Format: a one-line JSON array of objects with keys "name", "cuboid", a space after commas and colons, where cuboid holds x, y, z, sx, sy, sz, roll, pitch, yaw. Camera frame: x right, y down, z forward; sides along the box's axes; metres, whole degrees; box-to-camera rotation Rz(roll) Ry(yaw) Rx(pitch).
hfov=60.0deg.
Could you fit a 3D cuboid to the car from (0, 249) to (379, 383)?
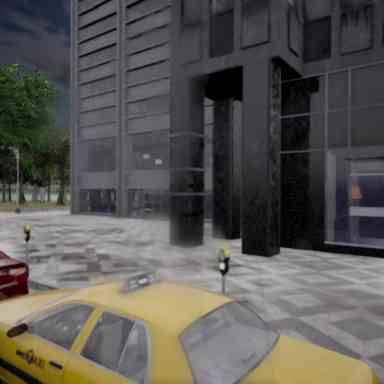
[{"name": "car", "cuboid": [-0.732, 1.517, 3.483, 4.829, 1.417, 1.752, 0, 0, 35]}]
